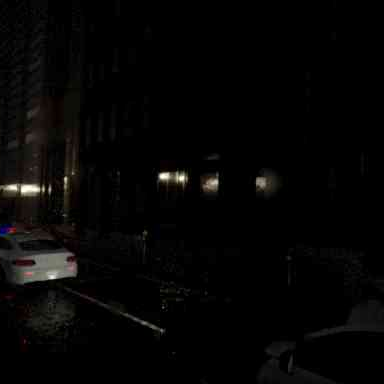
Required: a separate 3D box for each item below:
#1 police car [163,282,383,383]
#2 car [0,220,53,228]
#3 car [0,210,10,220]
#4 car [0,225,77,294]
[{"bbox_3d":[1.783,1.618,2.828,1.930,1.638,5.238,4,-4,-45],"label":"police car"},{"bbox_3d":[-6.909,2.121,14.502,1.887,1.381,4.507,4,-4,-44],"label":"car"},{"bbox_3d":[-9.403,1.726,14.140,5.566,2.045,2.150,-2,-4,44],"label":"car"},{"bbox_3d":[-5.079,1.920,9.958,1.812,1.442,4.674,4,-4,-44],"label":"car"}]
